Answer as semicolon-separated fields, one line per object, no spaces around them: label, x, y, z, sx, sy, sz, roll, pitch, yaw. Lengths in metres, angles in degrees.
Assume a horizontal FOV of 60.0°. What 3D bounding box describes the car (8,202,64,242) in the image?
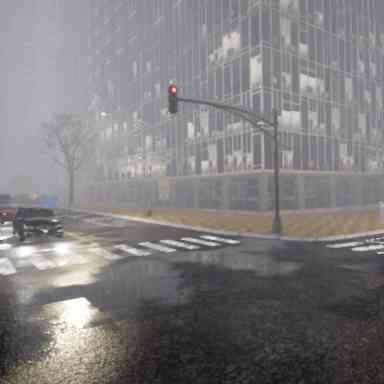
car;-7.803;1.476;16.691;1.837;1.490;4.892;-1;1;-34

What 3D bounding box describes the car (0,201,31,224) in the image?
car;-13.396;1.579;24.907;1.895;1.301;4.718;-1;1;-34

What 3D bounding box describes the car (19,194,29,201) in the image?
car;-27.810;1.483;56.305;1.802;1.307;4.206;0;0;-34

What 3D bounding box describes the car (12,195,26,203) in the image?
car;-34.220;1.344;65.692;1.967;1.590;4.097;0;0;-34

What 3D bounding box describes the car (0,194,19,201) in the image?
car;-19.397;1.206;33.700;2.150;2.045;5.566;-1;1;-34

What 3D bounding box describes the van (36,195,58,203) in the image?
van;-18.198;1.237;42.220;1.690;1.788;3.998;0;0;-34

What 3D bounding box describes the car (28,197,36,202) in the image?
car;-21.401;1.480;46.915;1.802;1.307;4.206;0;0;-34

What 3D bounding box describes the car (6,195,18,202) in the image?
car;-40.628;1.457;75.081;2.008;1.369;4.403;0;0;-34
